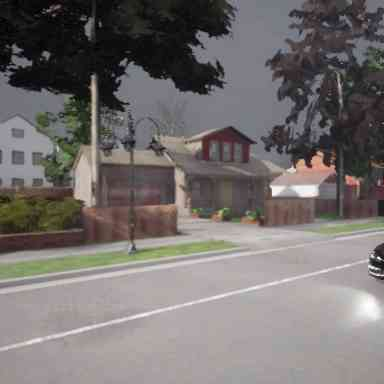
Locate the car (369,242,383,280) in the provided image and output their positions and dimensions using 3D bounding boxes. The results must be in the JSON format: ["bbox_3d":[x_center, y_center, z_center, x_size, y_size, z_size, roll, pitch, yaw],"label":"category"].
[{"bbox_3d":[6.478,1.461,8.599,4.892,1.490,1.837,0,0,-35],"label":"car"}]
